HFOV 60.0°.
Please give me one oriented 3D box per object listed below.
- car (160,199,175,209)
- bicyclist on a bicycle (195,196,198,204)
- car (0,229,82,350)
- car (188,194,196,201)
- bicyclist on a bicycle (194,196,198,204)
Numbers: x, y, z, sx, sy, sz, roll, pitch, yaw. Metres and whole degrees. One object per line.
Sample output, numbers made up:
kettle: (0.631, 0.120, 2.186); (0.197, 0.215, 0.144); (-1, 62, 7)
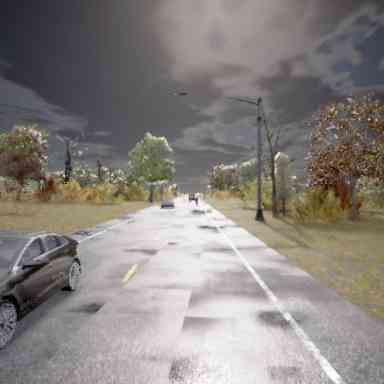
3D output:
car: (-3.579, 1.784, 49.780); (1.994, 1.385, 4.181); (0, 0, 0)
bicyclist on a bicycle: (0.949, 1.723, 63.244); (0.582, 1.620, 1.656); (0, -1, 0)
car: (-3.601, 1.523, 6.273); (2.128, 1.511, 4.902); (0, 0, 0)
car: (-0.019, 1.768, 90.019); (1.895, 1.301, 4.718); (0, 0, 0)
bicyclist on a bicycle: (0.940, 1.740, 72.283); (0.866, 1.612, 1.509); (0, -1, 0)
